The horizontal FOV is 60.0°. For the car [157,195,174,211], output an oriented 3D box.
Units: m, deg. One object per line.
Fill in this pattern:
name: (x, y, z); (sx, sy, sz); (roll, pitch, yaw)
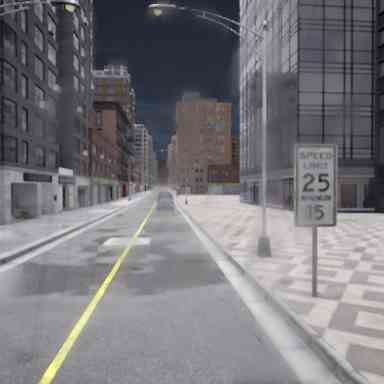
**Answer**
car: (-2.923, 1.341, 36.724); (2.033, 1.411, 5.357); (0, 0, -5)

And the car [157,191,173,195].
car: (-3.827, 0.918, 47.361); (2.150, 2.045, 5.566); (0, 1, -5)
